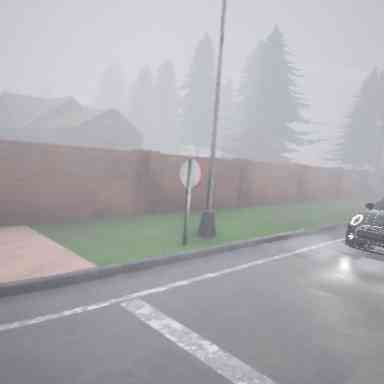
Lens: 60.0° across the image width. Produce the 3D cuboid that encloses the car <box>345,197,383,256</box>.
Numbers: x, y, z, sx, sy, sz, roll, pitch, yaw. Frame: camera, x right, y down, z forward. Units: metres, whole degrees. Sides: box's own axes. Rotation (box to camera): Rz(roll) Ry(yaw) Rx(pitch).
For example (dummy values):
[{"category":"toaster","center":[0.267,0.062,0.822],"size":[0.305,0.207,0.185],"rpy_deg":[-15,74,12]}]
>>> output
[{"category":"car","center":[6.357,0.820,9.717],"size":[4.553,1.767,2.097],"rpy_deg":[-1,8,-44]}]
